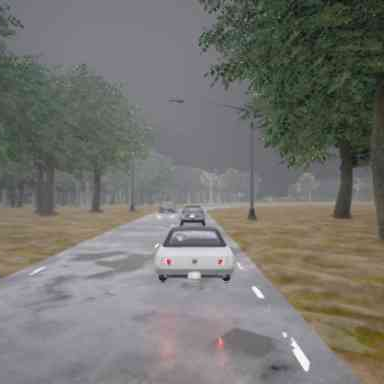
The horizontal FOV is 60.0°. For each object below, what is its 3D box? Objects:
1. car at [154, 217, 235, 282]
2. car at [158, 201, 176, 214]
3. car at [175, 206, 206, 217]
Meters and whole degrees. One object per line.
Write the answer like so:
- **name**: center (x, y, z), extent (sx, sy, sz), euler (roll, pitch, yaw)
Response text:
- **car**: center (0.069, 1.648, 9.890), extent (1.895, 1.301, 4.718), euler (0, 0, 0)
- **car**: center (-3.017, 1.895, 41.196), extent (1.837, 1.490, 4.892), euler (0, -1, 2)
- **car**: center (0.056, 1.727, 25.162), extent (2.033, 1.411, 5.357), euler (0, -1, 0)
